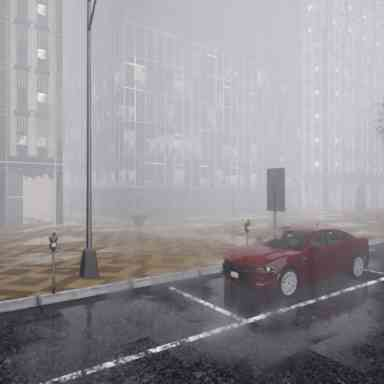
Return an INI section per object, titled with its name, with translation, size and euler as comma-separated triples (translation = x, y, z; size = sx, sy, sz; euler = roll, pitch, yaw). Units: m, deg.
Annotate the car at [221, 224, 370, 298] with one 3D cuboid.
[car]
translation = 2.752, 1.544, 8.502
size = 4.507, 1.381, 1.887
euler = 0, 0, -35
